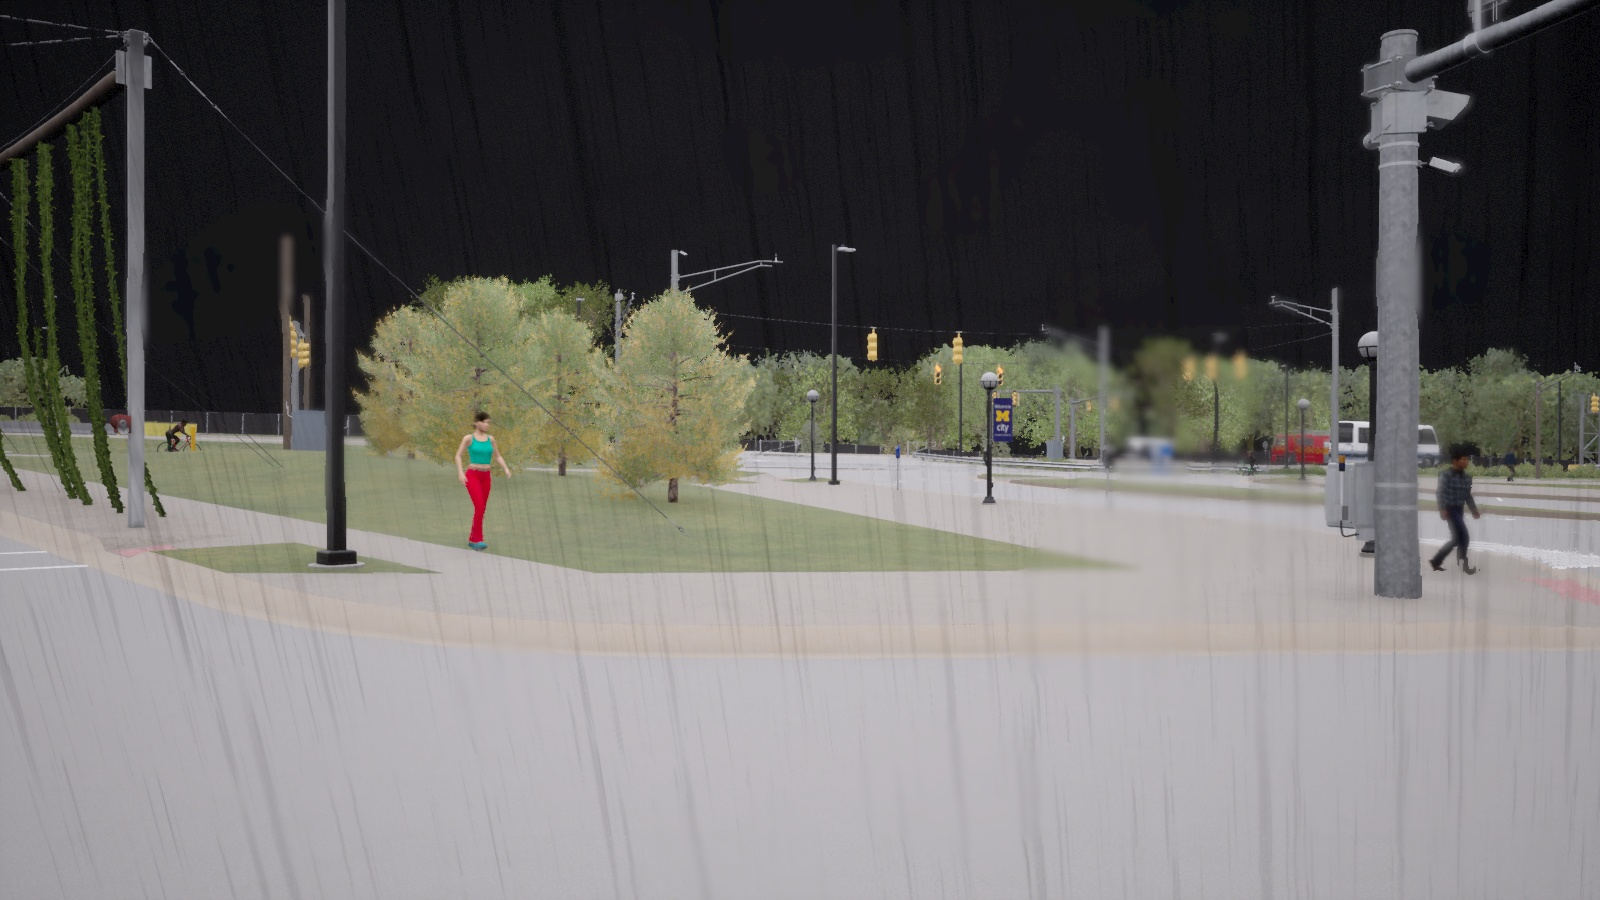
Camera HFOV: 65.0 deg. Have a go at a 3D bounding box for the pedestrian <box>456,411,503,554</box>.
[{"bbox_3d":[-4.210,0.415,16.485,0.345,1.836,0.594,0,0,-43],"label":"pedestrian"}]

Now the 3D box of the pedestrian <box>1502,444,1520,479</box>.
[{"bbox_3d":[37.349,0.587,65.945,0.726,1.842,0.402,0,0,-15],"label":"pedestrian"}]

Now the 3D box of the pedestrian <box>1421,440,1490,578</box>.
[{"bbox_3d":[9.470,0.825,18.149,0.423,1.949,0.788,0,0,-26],"label":"pedestrian"}]

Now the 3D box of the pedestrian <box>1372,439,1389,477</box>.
[{"bbox_3d":[29.280,0.407,63.386,0.692,1.930,0.396,0,0,-18],"label":"pedestrian"}]
